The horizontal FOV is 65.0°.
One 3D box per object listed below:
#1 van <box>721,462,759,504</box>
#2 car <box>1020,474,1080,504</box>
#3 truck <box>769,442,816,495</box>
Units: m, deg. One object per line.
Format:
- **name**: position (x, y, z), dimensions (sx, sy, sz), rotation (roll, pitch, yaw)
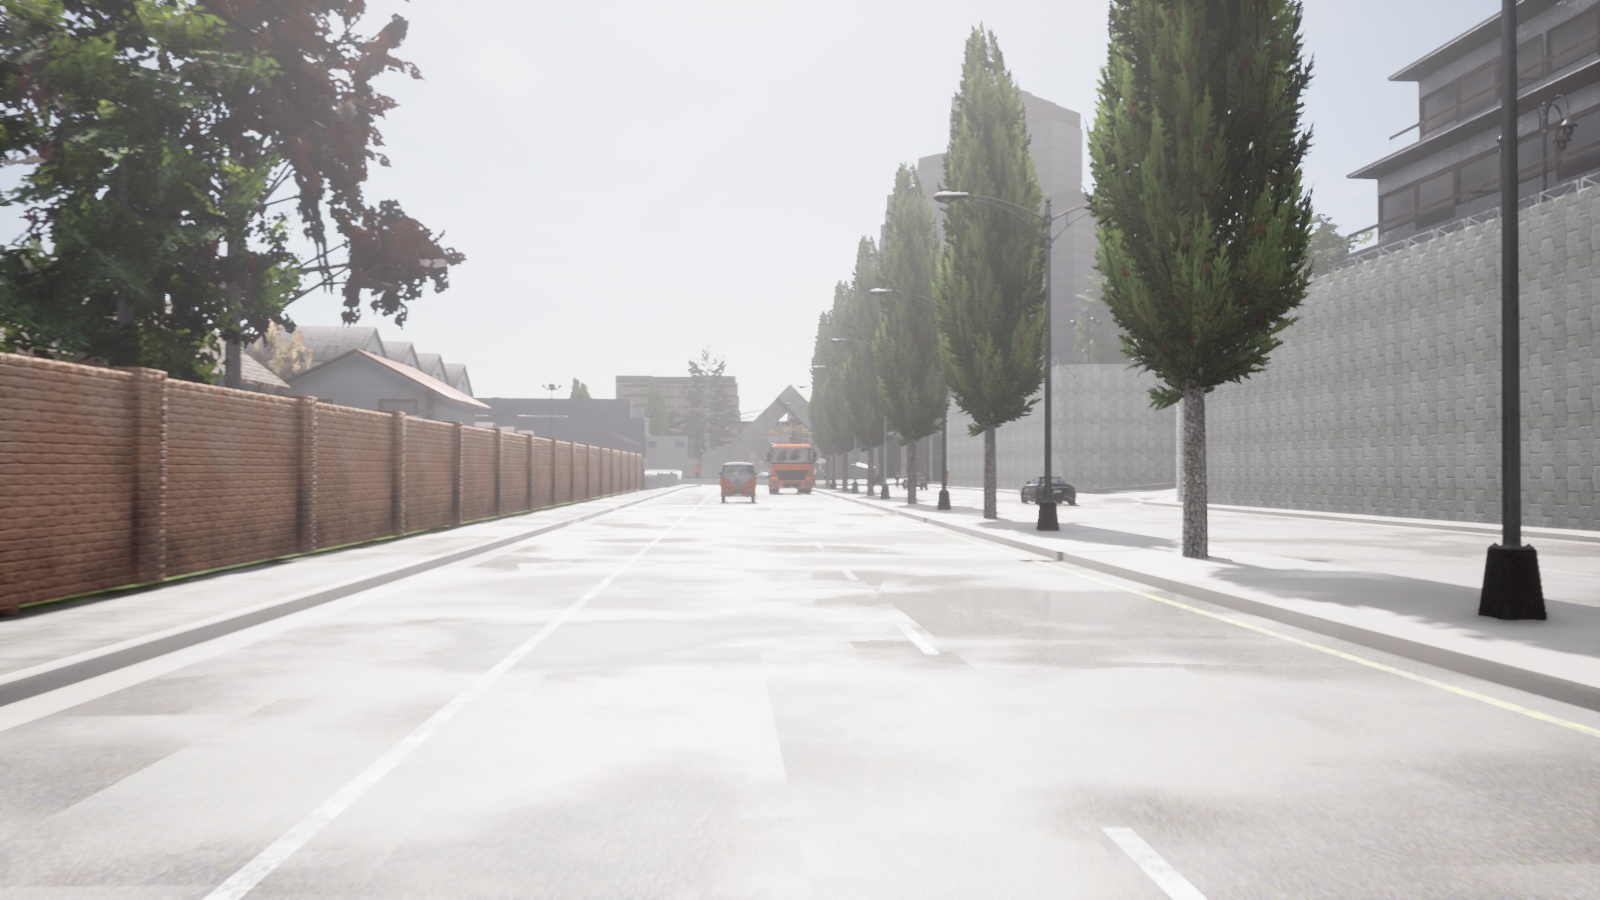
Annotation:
- **van**: position (-2.923, 1.608, 61.520), dimensions (1.775, 1.987, 4.442), rotation (0, -1, -3)
- **car**: position (12.129, 1.860, 61.175), dimensions (1.994, 1.385, 4.181), rotation (0, -1, -2)
- **truck**: position (-0.594, 1.293, 87.120), dimensions (2.891, 3.462, 7.936), rotation (0, -1, -3)
